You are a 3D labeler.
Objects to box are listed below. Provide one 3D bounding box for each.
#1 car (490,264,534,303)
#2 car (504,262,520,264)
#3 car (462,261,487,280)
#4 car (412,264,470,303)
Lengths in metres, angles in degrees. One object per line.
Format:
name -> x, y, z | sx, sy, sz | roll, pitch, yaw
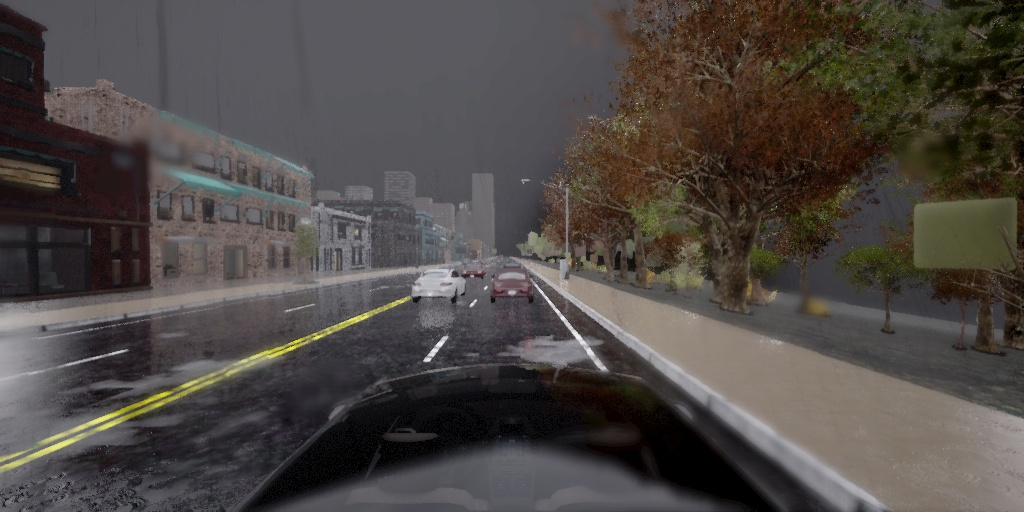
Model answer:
car -> 0.000, 1.277, 16.501 | 1.812, 1.442, 4.674 | 0, 0, 0
car -> 0.000, 1.237, 31.501 | 2.128, 1.511, 4.902 | 0, 0, 0
car -> -3.250, 1.358, 31.531 | 1.895, 1.301, 4.718 | 0, 0, 0
car -> -3.249, 1.277, 16.501 | 1.812, 1.442, 4.674 | 0, 0, 0
